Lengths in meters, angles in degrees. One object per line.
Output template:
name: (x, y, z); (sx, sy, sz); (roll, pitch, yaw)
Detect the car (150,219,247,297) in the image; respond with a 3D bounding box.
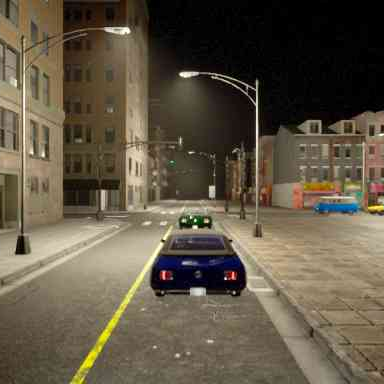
car: (0.124, 1.605, 8.534); (1.895, 1.301, 4.718); (0, 0, 0)

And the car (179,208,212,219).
car: (0.298, 1.612, 20.487); (1.895, 1.301, 4.718); (0, 0, 3)

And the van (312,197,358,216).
van: (13.832, 1.355, 32.100); (3.998, 1.788, 1.690); (0, 0, 0)

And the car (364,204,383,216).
car: (19.274, 1.535, 32.076); (4.829, 1.417, 1.752); (0, 0, 0)
